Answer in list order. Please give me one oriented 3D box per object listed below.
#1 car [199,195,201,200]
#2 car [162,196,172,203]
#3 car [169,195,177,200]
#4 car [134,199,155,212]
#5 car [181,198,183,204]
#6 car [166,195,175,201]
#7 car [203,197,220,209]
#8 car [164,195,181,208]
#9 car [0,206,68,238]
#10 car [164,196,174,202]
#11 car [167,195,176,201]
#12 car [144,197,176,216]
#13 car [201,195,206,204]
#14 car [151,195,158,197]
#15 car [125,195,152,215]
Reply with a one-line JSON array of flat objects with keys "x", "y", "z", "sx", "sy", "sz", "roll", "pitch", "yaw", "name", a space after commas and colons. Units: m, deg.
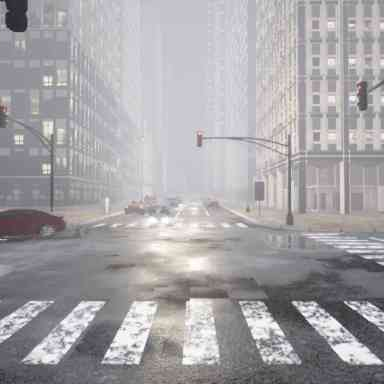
[{"x": 2.866, "y": 1.590, "z": 61.763, "sx": 1.947, "sy": 1.339, "sz": 4.313, "roll": 1, "pitch": 0, "yaw": 0, "name": "car"}, {"x": -5.485, "y": 1.573, "z": 72.866, "sx": 1.887, "sy": 1.381, "sz": 4.507, "roll": 1, "pitch": 0, "yaw": 0, "name": "car"}, {"x": -5.427, "y": 1.605, "z": 95.167, "sx": 1.947, "sy": 1.339, "sz": 4.313, "roll": 1, "pitch": 0, "yaw": 0, "name": "car"}, {"x": -5.574, "y": 1.597, "z": 39.415, "sx": 1.802, "sy": 1.307, "sz": 4.206, "roll": 1, "pitch": 0, "yaw": 0, "name": "car"}, {"x": -2.843, "y": 1.533, "z": 63.829, "sx": 1.837, "sy": 1.490, "sz": 4.892, "roll": 0, "pitch": 0, "yaw": 1, "name": "car"}, {"x": -5.456, "y": 1.578, "z": 84.016, "sx": 1.887, "sy": 1.381, "sz": 4.507, "roll": 1, "pitch": 0, "yaw": 0, "name": "car"}, {"x": 2.821, "y": 1.599, "z": 45.030, "sx": 1.802, "sy": 1.307, "sz": 4.206, "roll": 1, "pitch": 0, "yaw": 0, "name": "car"}, {"x": -2.963, "y": 1.496, "z": 48.106, "sx": 1.882, "sy": 1.535, "sz": 5.008, "roll": 0, "pitch": 0, "yaw": 0, "name": "car"}, {"x": -8.818, "y": 1.495, "z": 16.461, "sx": 5.008, "sy": 1.535, "sz": 1.882, "roll": 0, "pitch": 1, "yaw": -27, "name": "car"}, {"x": -5.470, "y": 1.582, "z": 78.441, "sx": 2.008, "sy": 1.369, "sz": 4.403, "roll": 1, "pitch": 0, "yaw": 0, "name": "car"}, {"x": -5.441, "y": 1.587, "z": 89.592, "sx": 2.008, "sy": 1.369, "sz": 4.403, "roll": 1, "pitch": 0, "yaw": 0, "name": "car"}, {"x": -3.013, "y": 1.504, "z": 32.233, "sx": 2.128, "sy": 1.511, "sz": 4.902, "roll": 0, "pitch": 0, "yaw": 0, "name": "car"}, {"x": 2.853, "y": 1.547, "z": 56.356, "sx": 1.752, "sy": 1.417, "sz": 4.829, "roll": 1, "pitch": 0, "yaw": 0, "name": "car"}, {"x": -5.554, "y": 1.332, "z": 44.991, "sx": 2.192, "sy": 1.841, "sz": 5.009, "roll": 1, "pitch": 0, "yaw": 0, "name": "car"}, {"x": -5.585, "y": 1.453, "z": 33.840, "sx": 1.967, "sy": 1.590, "sz": 4.097, "roll": 1, "pitch": 0, "yaw": 0, "name": "car"}]
